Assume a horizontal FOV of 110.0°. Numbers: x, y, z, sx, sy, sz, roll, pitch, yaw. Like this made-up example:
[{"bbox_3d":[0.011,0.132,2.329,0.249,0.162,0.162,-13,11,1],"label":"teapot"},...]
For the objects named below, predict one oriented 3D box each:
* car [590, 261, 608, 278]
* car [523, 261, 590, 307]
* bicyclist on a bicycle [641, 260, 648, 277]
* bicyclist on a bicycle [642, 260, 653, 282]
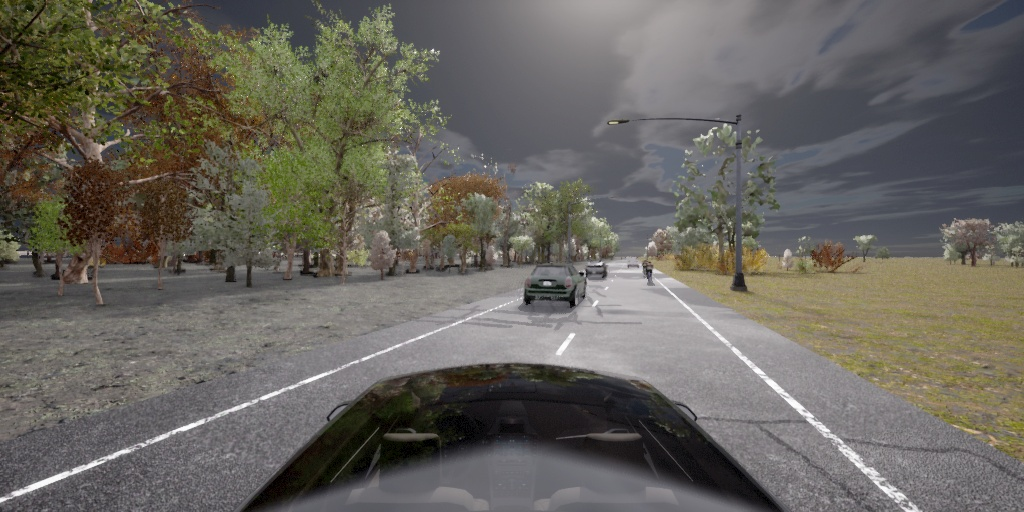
[{"bbox_3d":[8.072,1.248,34.158,2.128,1.511,4.902,0,0,18],"label":"car"},{"bbox_3d":[2.051,1.104,15.918,2.097,1.767,4.553,0,0,18],"label":"car"},{"bbox_3d":[12.818,1.210,34.595,0.582,1.620,1.656,0,0,18],"label":"bicyclist on a bicycle"},{"bbox_3d":[10.011,1.208,26.100,0.582,1.620,1.656,0,0,18],"label":"bicyclist on a bicycle"}]
